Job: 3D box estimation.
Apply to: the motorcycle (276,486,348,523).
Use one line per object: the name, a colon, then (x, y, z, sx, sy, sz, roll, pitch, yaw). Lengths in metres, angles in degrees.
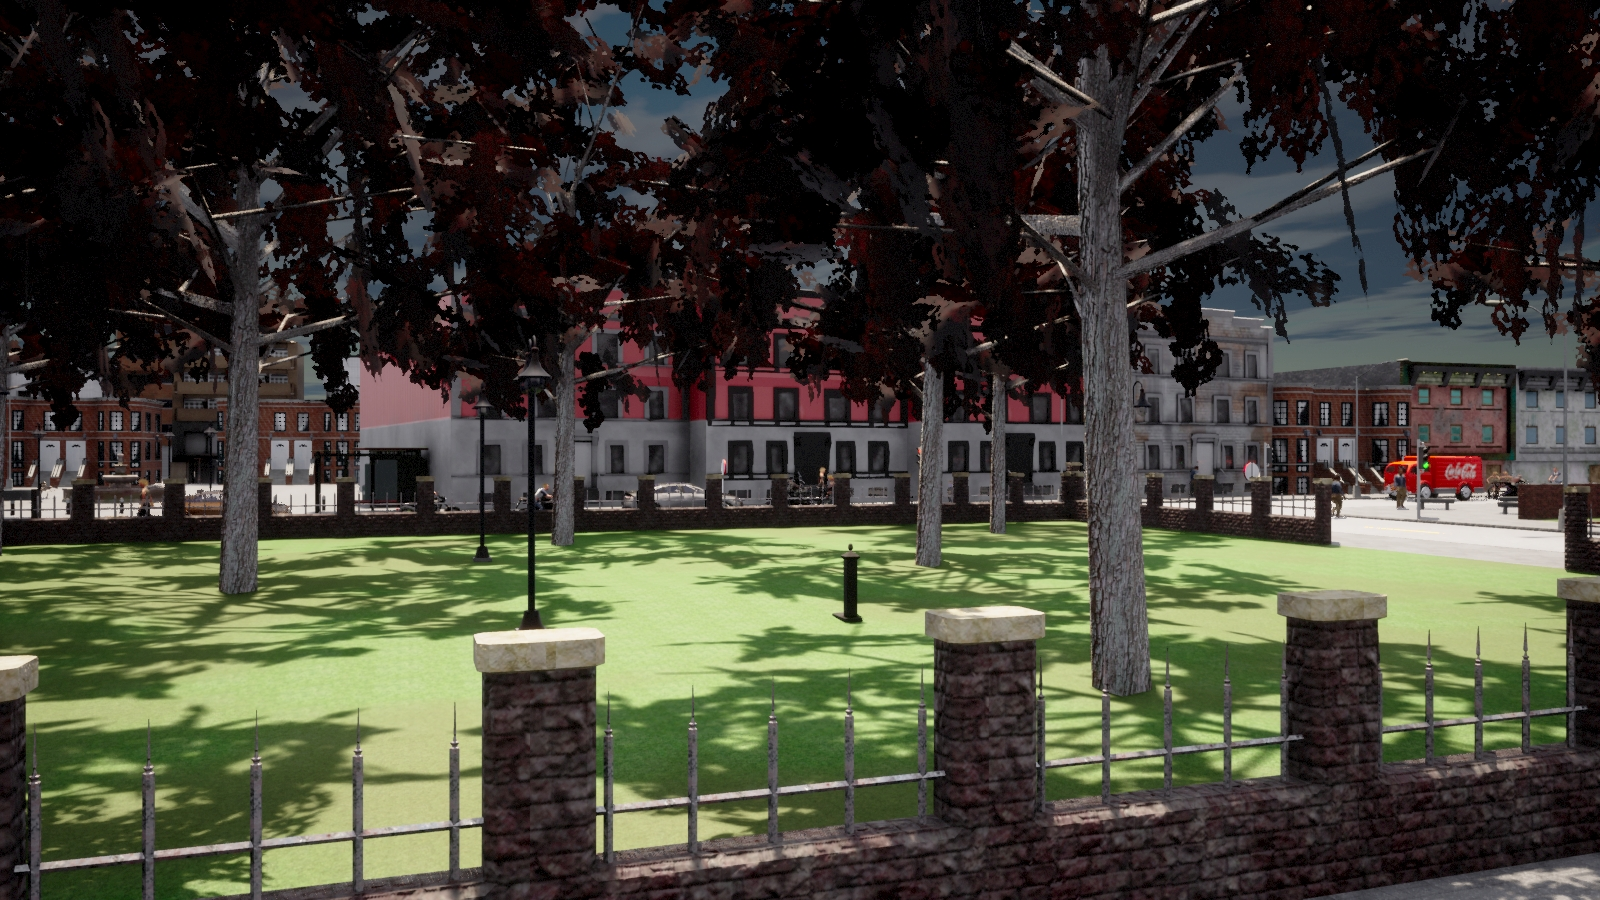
motorcycle: (-17.611, 1.950, 41.298, 2.356, 1.277, 0.764, 0, 0, -19)

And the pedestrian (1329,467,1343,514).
pedestrian: (21.696, 1.629, 46.267, 0.375, 1.860, 0.375, 0, 0, -20)

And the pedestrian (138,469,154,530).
pedestrian: (-20.209, 1.523, 35.319, 0.375, 1.860, 0.375, 0, 0, -19)

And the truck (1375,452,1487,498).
truck: (35.004, 1.348, 63.458, 5.204, 2.467, 2.627, 0, 0, -19)

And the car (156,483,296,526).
car: (-20.202, 1.898, 40.402, 4.181, 1.385, 1.994, 0, 0, -19)

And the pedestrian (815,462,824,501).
pedestrian: (0.956, 1.524, 55.254, 0.375, 1.860, 0.375, 0, 0, -8)

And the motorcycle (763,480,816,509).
motorcycle: (-0.480, 1.985, 51.490, 2.209, 1.251, 0.867, 0, 0, -19)

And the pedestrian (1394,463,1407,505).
pedestrian: (26.939, 1.517, 51.256, 0.375, 1.860, 0.375, 0, 0, 0)

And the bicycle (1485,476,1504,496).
bicycle: (39.299, 2.036, 64.656, 0.859, 1.080, 1.487, 0, 0, 35)

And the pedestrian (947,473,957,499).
pedestrian: (7.568, 1.802, 57.012, 0.375, 1.300, 0.375, 0, 0, -14)

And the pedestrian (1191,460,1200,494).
pedestrian: (22.299, 1.523, 64.425, 0.375, 1.860, 0.375, 0, 0, -19)

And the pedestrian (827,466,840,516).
pedestrian: (1.236, 1.525, 42.665, 0.375, 1.860, 0.375, 0, 0, -19)

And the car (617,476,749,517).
car: (-4.677, 1.827, 45.707, 4.902, 1.511, 2.128, 0, 0, -19)
